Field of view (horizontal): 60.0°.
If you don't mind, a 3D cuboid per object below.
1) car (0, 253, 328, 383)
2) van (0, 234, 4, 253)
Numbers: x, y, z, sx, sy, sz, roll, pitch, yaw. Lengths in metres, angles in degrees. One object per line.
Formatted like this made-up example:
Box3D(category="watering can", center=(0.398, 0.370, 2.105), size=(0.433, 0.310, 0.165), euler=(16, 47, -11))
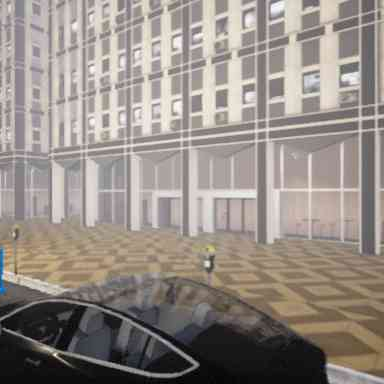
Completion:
Box3D(category="car", center=(-0.837, 1.561, 3.476), size=(4.313, 1.339, 1.947), euler=(0, 0, 35))
Box3D(category="van", center=(-5.472, 1.325, 6.782), size=(3.998, 1.788, 1.690), euler=(0, 0, 35))
